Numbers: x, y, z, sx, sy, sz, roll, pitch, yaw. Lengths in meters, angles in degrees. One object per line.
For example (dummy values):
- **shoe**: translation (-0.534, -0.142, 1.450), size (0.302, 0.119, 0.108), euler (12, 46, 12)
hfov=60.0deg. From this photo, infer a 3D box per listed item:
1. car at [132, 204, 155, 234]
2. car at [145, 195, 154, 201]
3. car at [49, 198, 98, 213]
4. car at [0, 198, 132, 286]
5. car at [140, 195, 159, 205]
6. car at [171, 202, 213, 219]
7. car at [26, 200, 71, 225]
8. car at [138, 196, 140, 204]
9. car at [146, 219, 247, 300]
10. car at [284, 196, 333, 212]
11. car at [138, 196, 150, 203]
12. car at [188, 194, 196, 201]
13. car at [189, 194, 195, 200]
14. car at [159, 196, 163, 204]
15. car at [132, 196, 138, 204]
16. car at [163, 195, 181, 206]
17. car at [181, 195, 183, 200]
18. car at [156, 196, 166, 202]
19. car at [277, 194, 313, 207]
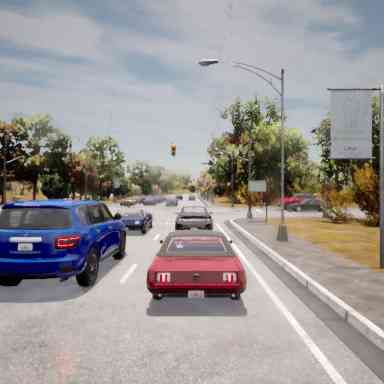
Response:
- **car**: translation (-3.398, 1.600, 19.261), size (1.895, 1.301, 4.718), euler (0, 0, 0)
- **car**: translation (-10.489, 1.519, 82.558), size (1.812, 1.442, 4.674), euler (0, 0, 0)
- **car**: translation (-13.083, 1.491, 36.990), size (4.902, 1.511, 2.128), euler (0, 0, -14)
- **car**: translation (-3.403, 1.221, 9.507), size (2.150, 2.045, 5.566), euler (0, 0, 0)
- **car**: translation (-7.074, 1.523, 56.137), size (1.812, 1.442, 4.674), euler (0, 0, 0)
- **car**: translation (0.103, 1.491, 17.623), size (2.128, 1.511, 4.902), euler (0, 0, 0)
- **car**: translation (-10.553, 1.477, 24.867), size (1.882, 1.535, 5.008), euler (1, 0, -10)
- **car**: translation (-10.538, 1.523, 63.806), size (1.812, 1.442, 4.674), euler (0, 0, 1)
- **car**: translation (0.104, 1.600, 8.353), size (1.895, 1.301, 4.718), euler (0, 0, 0)
- **car**: translation (13.400, 1.503, 37.865), size (4.892, 1.490, 1.837), euler (0, 0, 3)
- **car**: translation (-10.490, 1.549, 72.530), size (1.994, 1.385, 4.181), euler (0, 0, 0)
- **car**: translation (0.011, 1.529, 85.090), size (2.033, 1.411, 5.357), euler (0, 0, 0)
- **car**: translation (0.013, 1.356, 95.509), size (1.882, 1.535, 5.008), euler (0, 0, 0)
- **car**: translation (-7.023, 1.475, 65.467), size (1.882, 1.535, 5.008), euler (0, 0, 1)
- **car**: translation (-10.580, 1.598, 54.771), size (1.895, 1.301, 4.718), euler (0, 0, 0)
- **car**: translation (-3.255, 1.545, 54.260), size (2.033, 1.411, 5.357), euler (0, 0, -2)
- **car**: translation (-3.488, 1.495, 89.813), size (1.837, 1.490, 4.892), euler (0, 0, 0)
- **car**: translation (-6.990, 1.592, 75.772), size (1.895, 1.301, 4.718), euler (0, 0, 0)
- **car**: translation (13.448, 1.219, 41.382), size (5.566, 2.045, 2.150), euler (0, 0, 4)
